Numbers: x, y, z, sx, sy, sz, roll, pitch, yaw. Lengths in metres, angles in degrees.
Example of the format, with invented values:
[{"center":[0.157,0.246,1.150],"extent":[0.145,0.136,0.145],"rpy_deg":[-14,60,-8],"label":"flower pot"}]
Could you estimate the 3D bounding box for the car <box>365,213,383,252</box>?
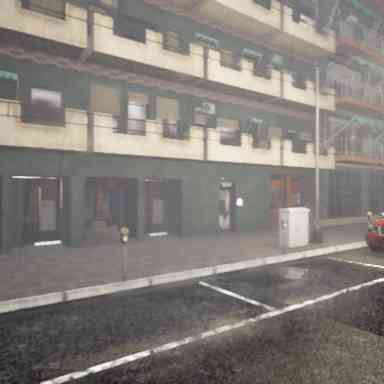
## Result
[{"center":[8.745,1.342,12.793],"extent":[5.009,1.841,2.192],"rpy_deg":[0,0,-35],"label":"car"}]
